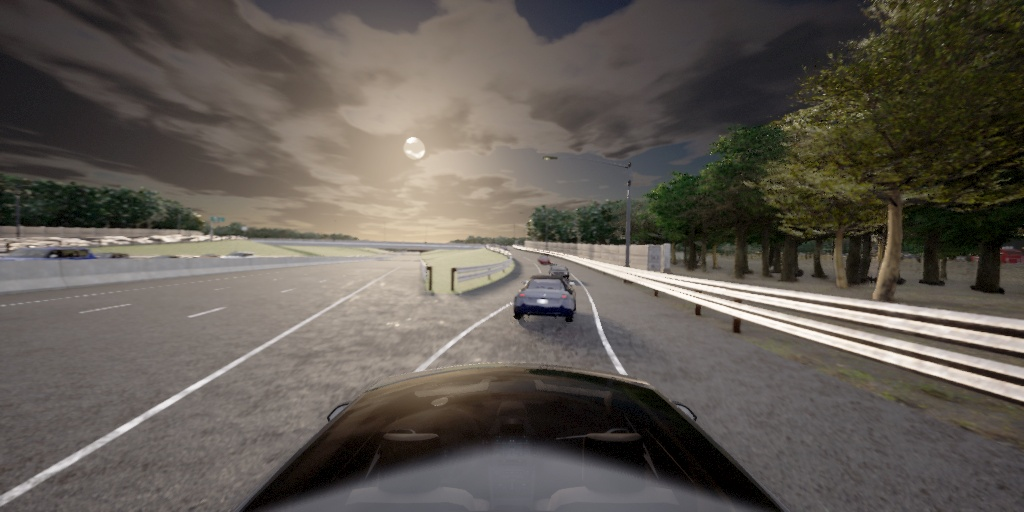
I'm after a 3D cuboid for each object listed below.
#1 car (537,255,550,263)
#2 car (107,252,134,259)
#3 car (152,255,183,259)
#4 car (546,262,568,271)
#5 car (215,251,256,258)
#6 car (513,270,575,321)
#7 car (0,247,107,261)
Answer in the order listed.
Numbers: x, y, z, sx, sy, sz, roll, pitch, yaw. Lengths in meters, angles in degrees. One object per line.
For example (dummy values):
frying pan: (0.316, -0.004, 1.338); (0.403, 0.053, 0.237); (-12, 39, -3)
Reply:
car: (5.501, 0.581, 62.731); (1.994, 1.385, 4.181); (1, 3, -1)
car: (-39.343, 0.439, 34.787); (2.097, 1.767, 4.553); (1, 0, -14)
car: (-36.492, 0.658, 37.795); (1.837, 1.490, 4.892); (1, -1, -14)
car: (4.335, 1.525, 33.606); (1.895, 1.301, 4.718); (1, 1, 6)
car: (-34.899, 0.443, 45.908); (2.150, 2.045, 5.566); (1, -1, -14)
car: (1.280, 1.381, 12.909); (1.994, 1.385, 4.181); (1, 0, 10)
car: (-28.901, 0.457, 22.147); (2.150, 2.045, 5.566); (1, 0, -14)
